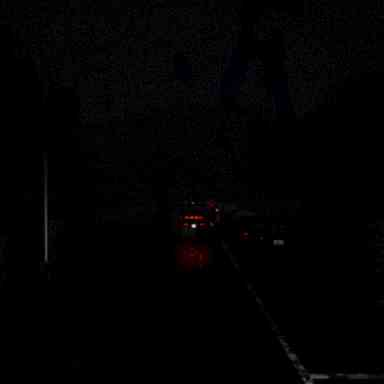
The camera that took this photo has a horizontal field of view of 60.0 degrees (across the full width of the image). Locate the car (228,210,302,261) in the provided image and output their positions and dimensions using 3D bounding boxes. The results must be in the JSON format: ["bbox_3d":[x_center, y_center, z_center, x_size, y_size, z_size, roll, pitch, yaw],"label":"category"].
[{"bbox_3d":[2.623,1.567,12.136,1.947,1.339,4.313,-1,0,0],"label":"car"}]

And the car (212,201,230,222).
[{"bbox_3d":[2.620,1.553,22.949,1.887,1.381,4.507,-1,0,0],"label":"car"}]

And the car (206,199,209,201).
[{"bbox_3d":[2.614,1.583,44.574,1.887,1.381,4.507,-1,0,0],"label":"car"}]

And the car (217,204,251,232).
[{"bbox_3d":[2.621,1.555,17.542,2.008,1.369,4.403,-1,0,0],"label":"car"}]

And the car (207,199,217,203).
[{"bbox_3d":[2.618,1.565,28.355,2.008,1.369,4.403,-1,0,0],"label":"car"}]

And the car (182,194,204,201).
[{"bbox_3d":[0.090,1.246,36.455,2.150,2.045,5.566,0,0,0],"label":"car"}]

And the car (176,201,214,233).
[{"bbox_3d":[0.095,1.510,19.716,1.837,1.490,4.892,0,0,0],"label":"car"}]
